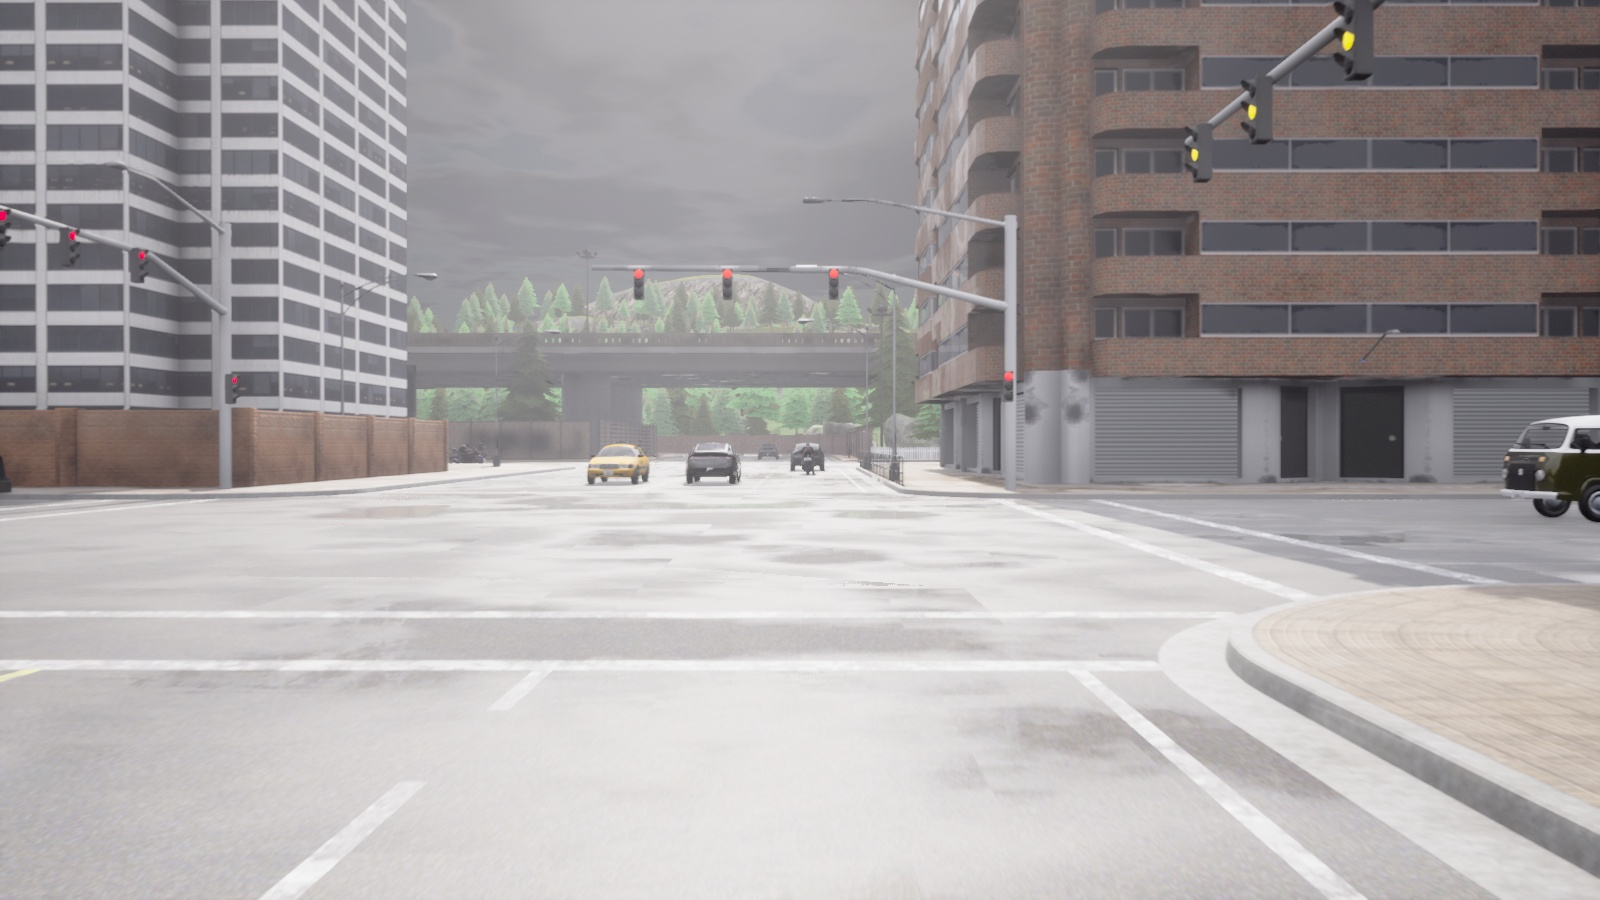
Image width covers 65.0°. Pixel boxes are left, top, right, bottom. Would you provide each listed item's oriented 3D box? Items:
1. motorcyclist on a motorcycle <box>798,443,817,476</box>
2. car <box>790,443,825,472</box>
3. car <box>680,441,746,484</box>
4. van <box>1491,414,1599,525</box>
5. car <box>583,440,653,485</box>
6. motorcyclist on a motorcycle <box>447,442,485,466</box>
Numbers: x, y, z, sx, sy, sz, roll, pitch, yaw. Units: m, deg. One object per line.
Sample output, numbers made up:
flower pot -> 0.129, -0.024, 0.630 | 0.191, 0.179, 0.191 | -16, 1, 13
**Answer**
motorcyclist on a motorcycle -> 0.368, 0.448, 59.217 | 0.866, 1.530, 2.191 | 0, 0, 0
car -> 0.404, 0.367, 68.186 | 1.837, 1.490, 4.892 | 0, 0, 0
car -> -3.213, 0.434, 47.195 | 2.128, 1.511, 4.902 | 0, 0, 0
van -> 16.022, 0.348, 24.001 | 4.480, 2.038, 2.069 | 0, 0, 1
car -> -6.719, 0.416, 46.867 | 1.801, 1.575, 5.366 | 0, 0, 0
motorcyclist on a motorcycle -> -21.510, 0.253, 80.824 | 2.191, 1.530, 0.866 | 0, 0, 0
